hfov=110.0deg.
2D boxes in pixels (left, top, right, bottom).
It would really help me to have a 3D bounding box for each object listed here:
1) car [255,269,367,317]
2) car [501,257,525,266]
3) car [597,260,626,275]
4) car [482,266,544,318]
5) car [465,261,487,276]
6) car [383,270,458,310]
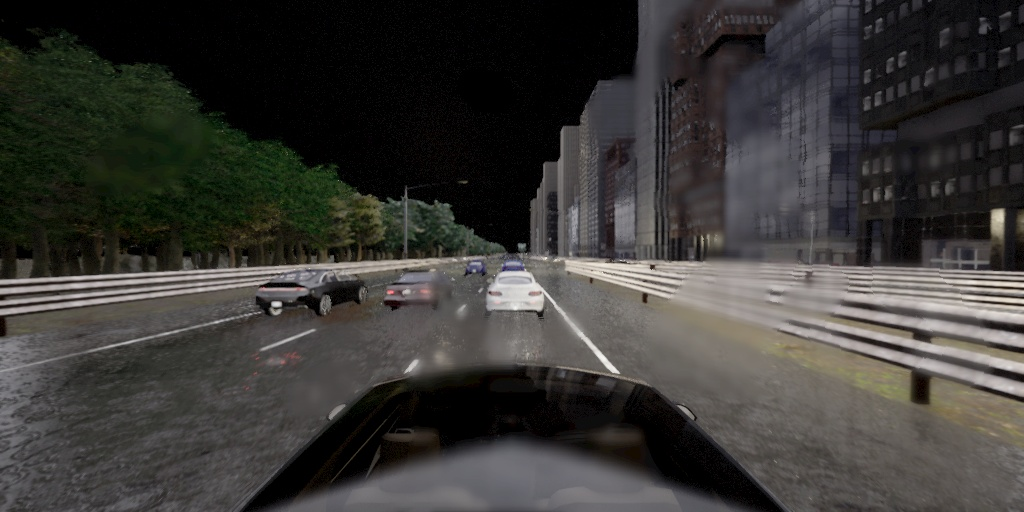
[{"bbox_3d":[-6.905,1.197,12.942,2.128,1.511,4.902,0,0,0],"label":"car"},{"bbox_3d":[0.088,1.122,30.779,1.882,1.535,5.008,0,0,0],"label":"car"},{"bbox_3d":[10.800,1.194,38.547,1.837,1.490,4.892,0,0,-14],"label":"car"},{"bbox_3d":[0.095,1.233,12.604,1.812,1.442,4.674,0,0,0],"label":"car"},{"bbox_3d":[-3.416,1.157,34.594,1.812,1.442,4.674,0,0,0],"label":"car"},{"bbox_3d":[-3.406,1.249,14.271,2.033,1.411,5.357,0,0,0],"label":"car"}]
